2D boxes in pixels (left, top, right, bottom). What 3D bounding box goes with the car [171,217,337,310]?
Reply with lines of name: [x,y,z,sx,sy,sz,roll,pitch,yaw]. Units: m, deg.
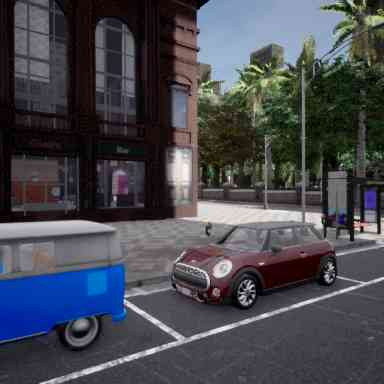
car: [1.506,1.441,7.727,4.097,1.590,1.967,0,0,-35]

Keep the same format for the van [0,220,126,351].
van: [-2.913,1.341,4.576,3.998,1.788,1.690,0,0,-35]
